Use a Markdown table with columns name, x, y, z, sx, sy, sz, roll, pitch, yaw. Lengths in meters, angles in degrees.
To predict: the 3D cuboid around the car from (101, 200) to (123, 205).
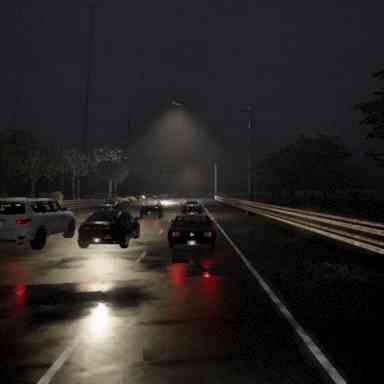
| name | x | y | z | sx | sy | sz | roll | pitch | yaw |
| --- | --- | --- | --- | --- | --- | --- | --- | --- | --- |
| car | -7.000 | 1.514 | 29.649 | 1.837 | 1.490 | 4.892 | 0 | 0 | 0 |

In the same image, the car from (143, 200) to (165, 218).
| name | x | y | z | sx | sy | sz | roll | pitch | yaw |
| --- | --- | --- | --- | --- | --- | --- | --- | --- | --- |
| car | -3.500 | 1.492 | 29.650 | 2.128 | 1.511 | 4.902 | 0 | 0 | 0 |

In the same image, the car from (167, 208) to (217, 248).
| name | x | y | z | sx | sy | sz | roll | pitch | yaw |
| --- | --- | --- | --- | --- | --- | --- | --- | --- | --- |
| car | 0.000 | 1.615 | 14.680 | 1.895 | 1.301 | 4.718 | 0 | 0 | 0 |

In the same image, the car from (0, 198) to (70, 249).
| name | x | y | z | sx | sy | sz | roll | pitch | yaw |
| --- | --- | --- | --- | --- | --- | --- | --- | --- | --- |
| car | -7.000 | 1.257 | 14.680 | 2.150 | 2.045 | 5.566 | 0 | 0 | 0 |

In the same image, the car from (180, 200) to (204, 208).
| name | x | y | z | sx | sy | sz | roll | pitch | yaw |
| --- | --- | --- | --- | --- | --- | --- | --- | --- | --- |
| car | 0.000 | 1.514 | 29.650 | 1.837 | 1.490 | 4.892 | 0 | 0 | 0 |

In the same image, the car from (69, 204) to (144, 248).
| name | x | y | z | sx | sy | sz | roll | pitch | yaw |
| --- | --- | --- | --- | --- | --- | --- | --- | --- | --- |
| car | -3.500 | 1.516 | 14.650 | 1.837 | 1.490 | 4.892 | 0 | 0 | 0 |
